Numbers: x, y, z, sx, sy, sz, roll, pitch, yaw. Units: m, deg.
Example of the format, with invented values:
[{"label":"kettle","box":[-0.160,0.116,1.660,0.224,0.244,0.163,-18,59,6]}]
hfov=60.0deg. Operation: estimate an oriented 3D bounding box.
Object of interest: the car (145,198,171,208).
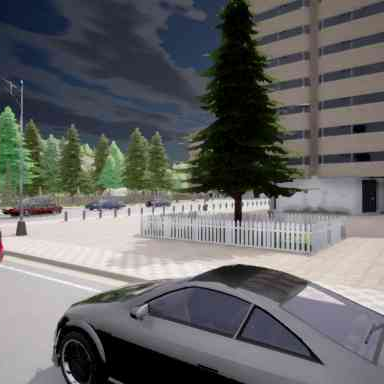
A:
[{"label":"car","box":[-4.977,1.564,49.411,1.994,1.385,4.181,0,0,36]}]

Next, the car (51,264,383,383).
[{"label":"car","box":[0.306,1.564,3.774,4.181,1.385,1.994,0,0,35]}]

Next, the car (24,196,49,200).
[{"label":"car","box":[-16.246,1.352,33.606,2.097,1.767,4.553,0,0,35]}]

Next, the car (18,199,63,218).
[{"label":"car","box":[-14.189,1.601,30.006,1.895,1.301,4.718,0,0,35]}]

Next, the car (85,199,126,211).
[{"label":"car","box":[-10.668,1.547,41.442,2.033,1.411,5.357,0,0,35]}]

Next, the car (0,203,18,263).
[{"label":"car","box":[-7.383,1.221,9.207,5.566,2.045,2.150,0,0,36]}]
